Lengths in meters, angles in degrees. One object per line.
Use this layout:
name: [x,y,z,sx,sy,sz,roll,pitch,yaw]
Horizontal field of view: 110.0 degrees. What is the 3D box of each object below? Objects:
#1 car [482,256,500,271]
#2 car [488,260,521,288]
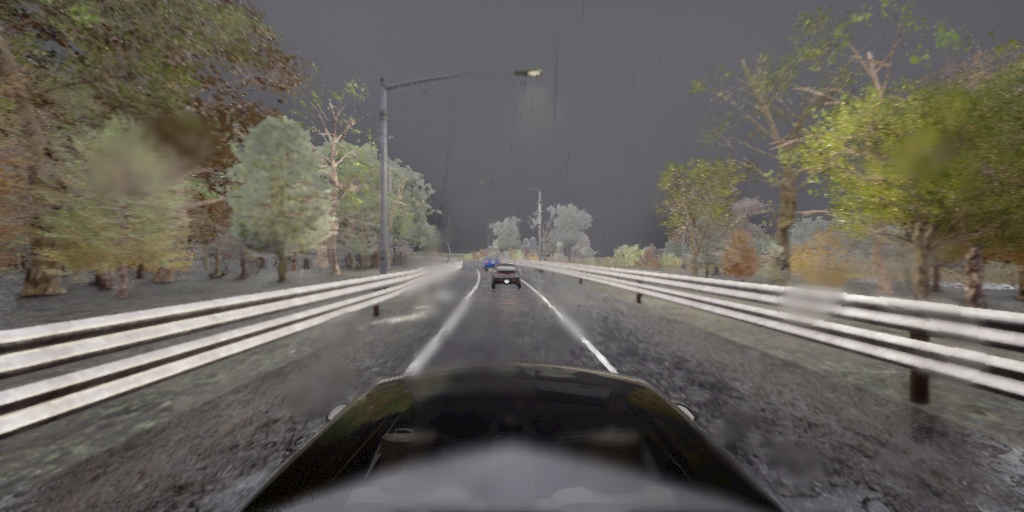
car: [-2.840,0.965,49.716,2.150,2.045,5.566,0,0,-8]
car: [-0.472,1.260,23.861,1.837,1.490,4.892,0,0,-4]
